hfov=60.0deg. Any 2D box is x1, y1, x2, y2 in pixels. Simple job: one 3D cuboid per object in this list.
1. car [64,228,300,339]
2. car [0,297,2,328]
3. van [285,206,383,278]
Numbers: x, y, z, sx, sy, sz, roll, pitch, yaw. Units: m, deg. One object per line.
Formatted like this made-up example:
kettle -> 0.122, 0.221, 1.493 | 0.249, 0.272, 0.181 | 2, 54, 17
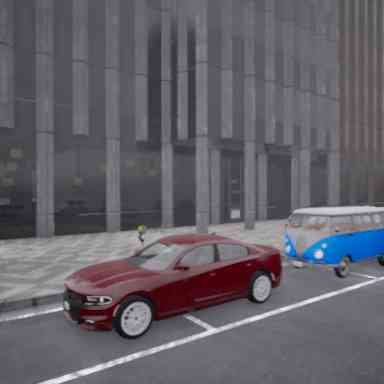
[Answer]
car -> -0.139, 1.541, 6.554 | 4.507, 1.381, 1.887 | 0, 0, -36
car -> -4.728, 1.317, 3.280 | 5.009, 1.841, 2.192 | 0, 0, -36
van -> 4.450, 1.333, 9.828 | 3.998, 1.788, 1.690 | 0, 0, -36
